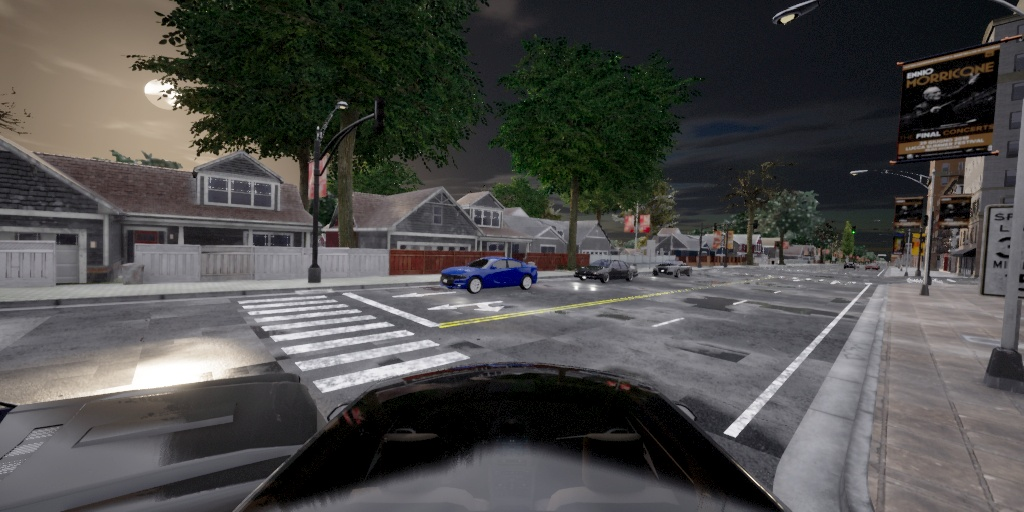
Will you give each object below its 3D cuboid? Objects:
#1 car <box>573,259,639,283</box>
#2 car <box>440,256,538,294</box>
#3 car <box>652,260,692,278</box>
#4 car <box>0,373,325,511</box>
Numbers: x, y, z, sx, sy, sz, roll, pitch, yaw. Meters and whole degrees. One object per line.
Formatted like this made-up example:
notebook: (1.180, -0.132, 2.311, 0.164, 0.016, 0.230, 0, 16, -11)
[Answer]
car: (6.302, 0.928, 23.424, 5.357, 1.411, 2.033, 1, 2, -43)
car: (-0.943, 0.778, 16.588, 5.008, 1.535, 1.882, 1, 2, -43)
car: (13.580, 1.029, 30.262, 4.181, 1.385, 1.994, 1, 2, -44)
car: (-3.318, 1.273, 1.430, 4.718, 1.301, 1.895, 1, 2, -33)
